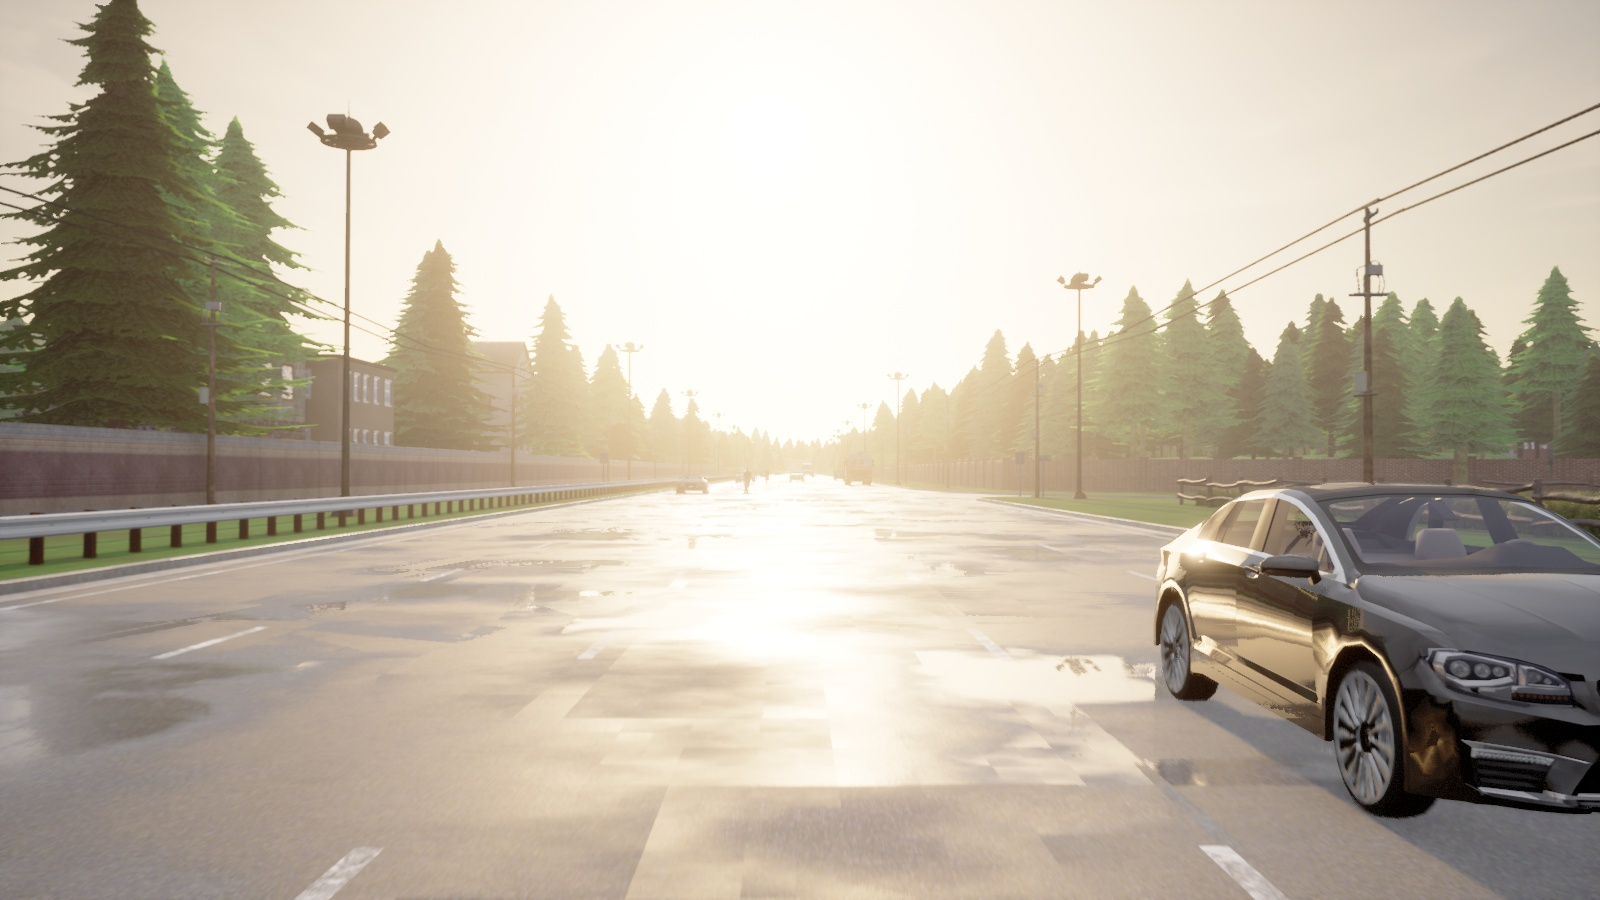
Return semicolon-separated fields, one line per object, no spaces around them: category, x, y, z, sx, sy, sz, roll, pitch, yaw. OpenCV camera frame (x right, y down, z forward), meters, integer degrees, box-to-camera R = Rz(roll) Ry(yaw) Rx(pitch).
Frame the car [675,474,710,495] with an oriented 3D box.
car;-7.203;2.326;84.757;1.994;1.385;4.181;0;-1;0

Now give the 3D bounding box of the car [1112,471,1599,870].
car;3.482;0.878;7.239;2.128;1.511;4.902;0;-1;0
